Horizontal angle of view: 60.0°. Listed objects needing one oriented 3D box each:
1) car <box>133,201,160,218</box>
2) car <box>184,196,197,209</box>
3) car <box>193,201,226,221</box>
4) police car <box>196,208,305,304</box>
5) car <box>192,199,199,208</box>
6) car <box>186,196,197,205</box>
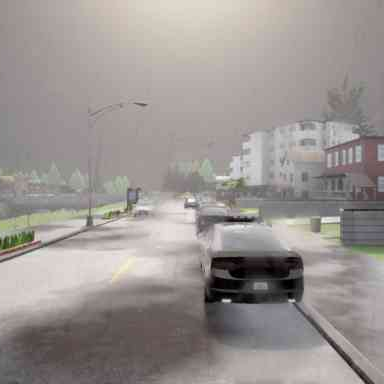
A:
[{"bbox_3d":[-4.046,1.525,29.968,1.812,1.442,4.674,0,0,0],"label":"car"},{"bbox_3d":[-0.044,1.564,45.756,1.994,1.385,4.181,0,0,0],"label":"car"},{"bbox_3d":[1.172,1.478,18.241,1.882,1.535,5.008,0,0,0],"label":"car"},{"bbox_3d":[1.187,1.425,8.351,1.930,1.638,5.238,0,0,0],"label":"police car"},{"bbox_3d":[1.163,1.505,24.241,1.837,1.490,4.892,0,0,0],"label":"car"},{"bbox_3d":[-0.088,1.477,59.082,1.882,1.535,5.008,0,0,0],"label":"car"}]
